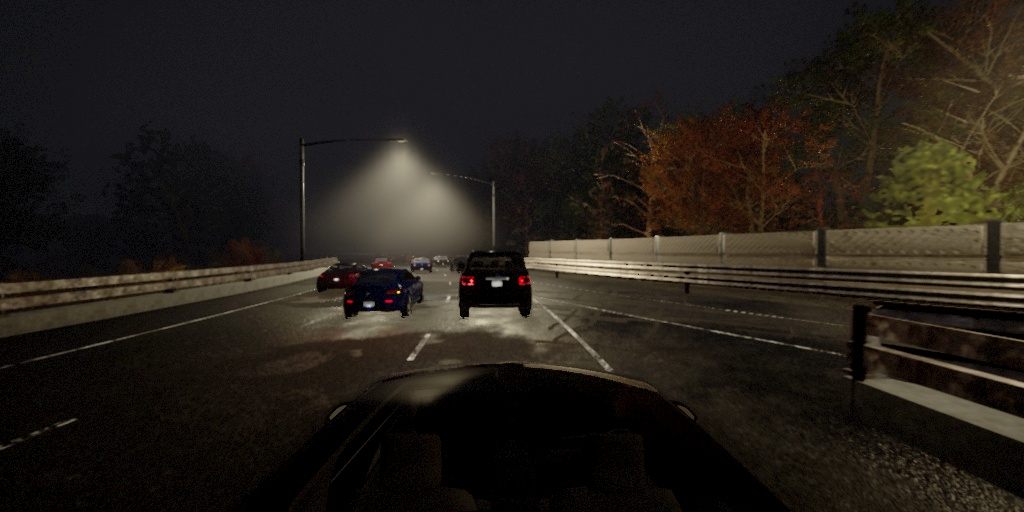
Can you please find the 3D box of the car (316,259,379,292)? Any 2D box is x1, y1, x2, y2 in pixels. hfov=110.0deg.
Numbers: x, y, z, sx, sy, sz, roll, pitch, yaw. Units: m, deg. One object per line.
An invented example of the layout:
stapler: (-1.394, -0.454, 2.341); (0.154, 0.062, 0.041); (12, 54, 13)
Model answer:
car: (-8.637, 1.053, 18.911); (1.994, 1.385, 4.181); (0, 1, -9)

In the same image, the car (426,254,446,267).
car: (-9.209, 0.664, 45.418); (1.895, 1.301, 4.718); (0, 1, -23)

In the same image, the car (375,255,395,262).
car: (-12.987, 0.790, 35.750); (1.994, 1.385, 4.181); (0, 1, -19)

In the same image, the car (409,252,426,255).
car: (-13.924, 0.424, 54.876); (1.837, 1.490, 4.892); (-1, 1, -28)

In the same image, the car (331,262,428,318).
car: (-4.156, 1.116, 12.095); (1.812, 1.442, 4.674); (0, 1, -6)

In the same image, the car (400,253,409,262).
car: (-17.549, 0.175, 61.228); (2.097, 1.767, 4.553); (-1, 1, -33)

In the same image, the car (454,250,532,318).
car: (-0.678, 0.799, 12.407); (2.150, 2.045, 5.566); (0, 1, -6)

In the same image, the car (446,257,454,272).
car: (-4.523, 0.779, 33.043); (1.812, 1.442, 4.674); (0, 1, -20)

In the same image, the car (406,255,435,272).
car: (-8.760, 0.844, 34.208); (1.895, 1.301, 4.718); (0, 1, -18)
